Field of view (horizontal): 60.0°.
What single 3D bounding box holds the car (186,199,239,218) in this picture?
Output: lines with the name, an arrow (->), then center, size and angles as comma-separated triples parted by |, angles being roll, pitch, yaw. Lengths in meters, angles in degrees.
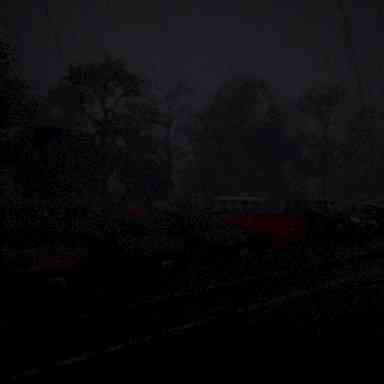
car -> 1.735, 1.380, 29.476 | 2.163, 1.488, 4.792 | 0, 0, -35

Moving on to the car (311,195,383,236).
car -> 7.000, 1.245, 17.175 | 2.185, 1.767, 4.553 | 0, 0, -35

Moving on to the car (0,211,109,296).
car -> -4.278, 1.515, 9.090 | 2.163, 1.488, 4.792 | -1, 0, -35

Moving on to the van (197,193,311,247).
van -> 2.426, 1.189, 14.030 | 1.878, 1.987, 4.442 | -1, 0, -35

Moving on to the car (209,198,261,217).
car -> 3.887, 1.369, 31.005 | 2.163, 1.488, 4.792 | 0, 0, -35

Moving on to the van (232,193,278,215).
van -> 6.095, 1.108, 32.681 | 1.878, 1.987, 4.442 | 0, 0, -35

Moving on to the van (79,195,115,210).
van -> -7.213, 1.210, 22.941 | 1.878, 1.987, 4.442 | -1, 0, -35

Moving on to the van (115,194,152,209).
van -> -5.090, 1.186, 24.735 | 1.878, 1.987, 4.442 | -1, 0, -35

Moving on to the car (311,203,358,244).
car -> 4.742, 1.421, 15.568 | 2.163, 1.488, 4.792 | -1, 0, -35

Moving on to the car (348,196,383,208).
car -> 24.232, 1.336, 45.415 | 2.097, 1.535, 5.008 | 0, 0, -35

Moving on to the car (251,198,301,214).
car -> 8.539, 1.362, 34.239 | 2.163, 1.488, 4.792 | 0, 0, -35

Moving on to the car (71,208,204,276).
car -> -2.014, 1.492, 10.697 | 2.163, 1.488, 4.792 | -1, 0, -35

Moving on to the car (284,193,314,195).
car -> 10.763, 1.082, 35.889 | 2.435, 2.045, 5.566 | 0, 0, -35

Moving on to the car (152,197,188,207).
car -> -2.766, 1.388, 26.250 | 2.097, 1.535, 5.008 | -1, 0, -35

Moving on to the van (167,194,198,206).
van -> -0.430, 1.142, 27.770 | 1.878, 1.987, 4.442 | 0, 0, -36

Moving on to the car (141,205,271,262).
car -> 0.249, 1.468, 12.305 | 2.163, 1.488, 4.792 | -1, 0, -35

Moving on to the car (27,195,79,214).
car -> -9.522, 1.208, 21.409 | 2.435, 2.045, 5.566 | -1, 0, -35

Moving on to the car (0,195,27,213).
car -> -11.781, 1.231, 19.805 | 2.435, 2.045, 5.566 | -1, 0, -35
